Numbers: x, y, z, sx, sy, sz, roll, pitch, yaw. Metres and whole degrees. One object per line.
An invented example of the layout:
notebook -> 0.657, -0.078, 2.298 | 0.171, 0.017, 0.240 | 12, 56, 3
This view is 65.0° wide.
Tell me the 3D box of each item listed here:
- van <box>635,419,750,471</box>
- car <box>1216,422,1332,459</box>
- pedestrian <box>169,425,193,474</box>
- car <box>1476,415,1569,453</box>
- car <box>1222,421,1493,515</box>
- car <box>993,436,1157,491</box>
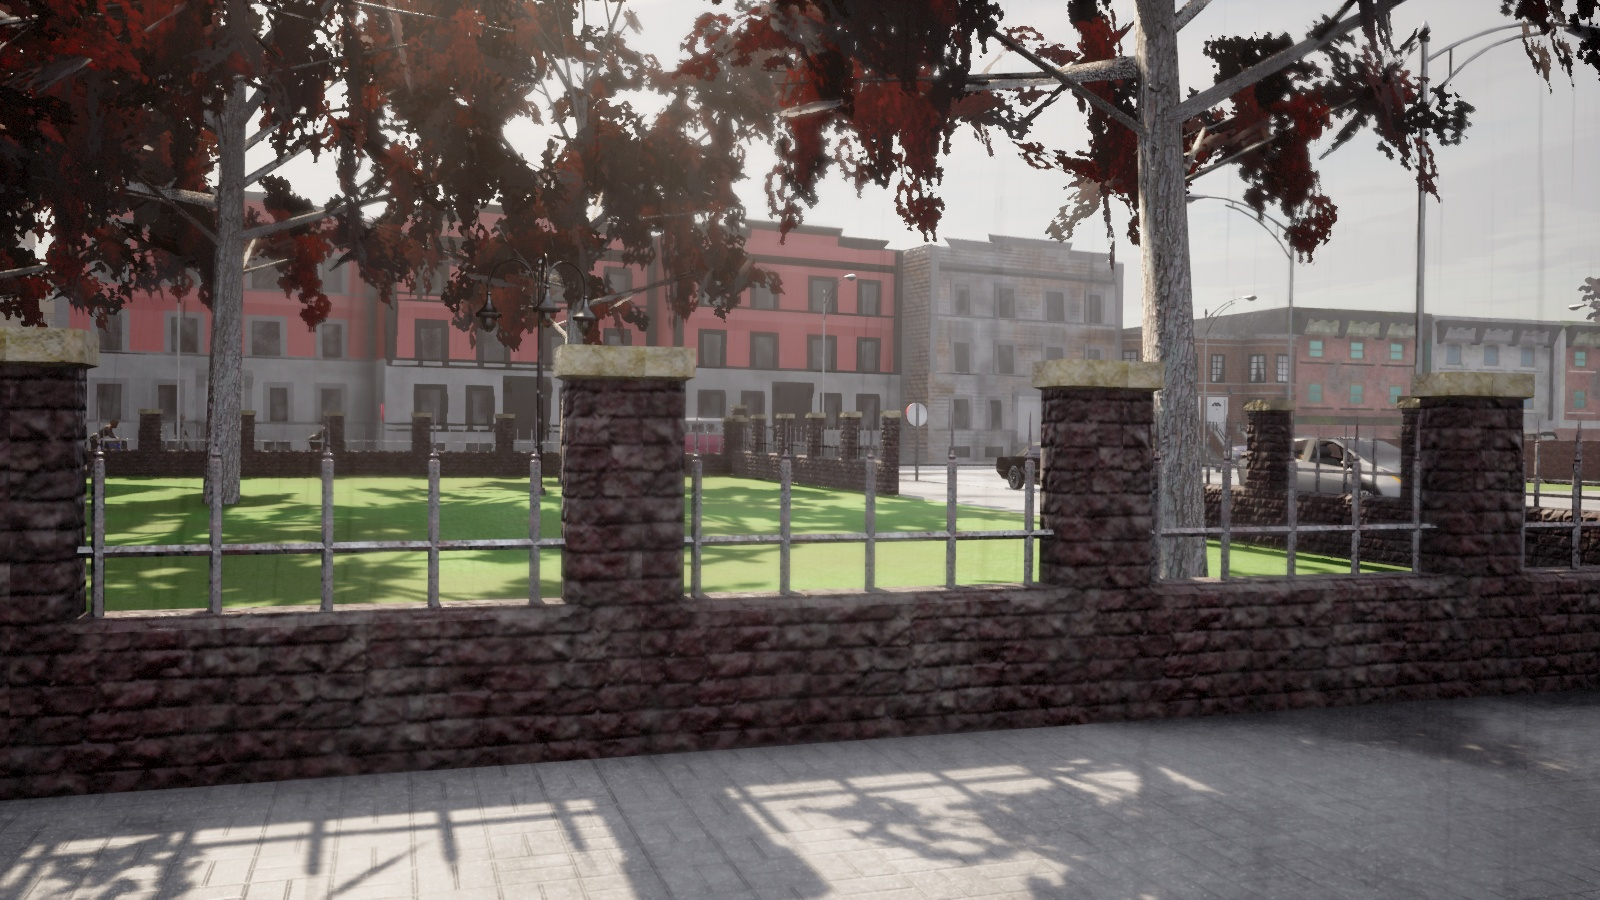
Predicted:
van -> -4.273, -0.211, 49.636 | 4.442, 1.987, 1.775 | -1, 1, -8
car -> 22.012, -0.459, 58.345 | 4.856, 1.649, 2.033 | -1, 1, -18
pedestrian -> -23.989, -0.025, 48.674 | 0.720, 1.854, 0.376 | -1, 1, -6
car -> 36.195, -0.820, 62.923 | 3.866, 1.878, 1.905 | -1, 1, -18
car -> 10.067, 0.260, 23.108 | 2.007, 1.525, 4.514 | -1, 1, -20
car -> 6.994, 0.294, 32.525 | 1.895, 1.301, 4.718 | -1, 1, -20
